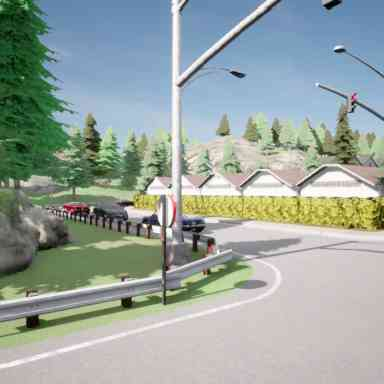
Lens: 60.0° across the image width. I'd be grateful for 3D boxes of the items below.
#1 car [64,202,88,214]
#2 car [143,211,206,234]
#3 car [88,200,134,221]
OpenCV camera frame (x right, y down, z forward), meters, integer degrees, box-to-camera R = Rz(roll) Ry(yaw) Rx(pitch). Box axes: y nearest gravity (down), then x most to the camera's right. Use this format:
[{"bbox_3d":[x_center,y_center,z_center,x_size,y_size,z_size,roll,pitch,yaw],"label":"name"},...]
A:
[{"bbox_3d":[-12.850,1.791,37.149,1.895,1.301,4.718,0,0,-33],"label":"car"},{"bbox_3d":[-1.183,1.793,20.391,1.895,1.301,4.718,0,0,-35],"label":"car"},{"bbox_3d":[-7.160,1.697,28.932,1.837,1.490,4.892,0,0,-35],"label":"car"}]
